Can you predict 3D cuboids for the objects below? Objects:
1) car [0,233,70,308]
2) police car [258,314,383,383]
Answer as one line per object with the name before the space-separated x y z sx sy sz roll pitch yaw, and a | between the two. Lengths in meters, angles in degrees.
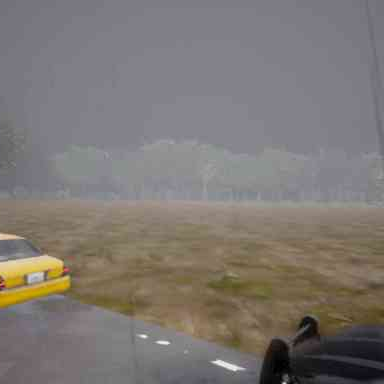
car | -5.189 1.643 8.110 5.366 1.575 1.801 1 1 35
police car | 2.971 1.540 2.016 5.238 1.638 1.930 -1 -3 38
